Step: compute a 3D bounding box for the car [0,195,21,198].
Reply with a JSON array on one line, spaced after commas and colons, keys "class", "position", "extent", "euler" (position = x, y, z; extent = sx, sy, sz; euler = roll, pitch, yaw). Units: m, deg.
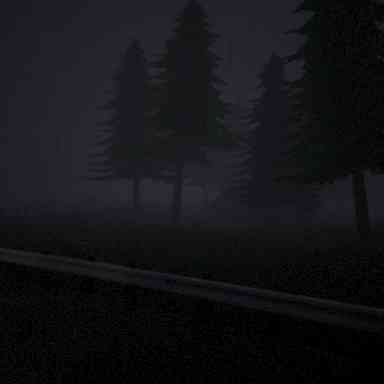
[{"class": "car", "position": [-33.914, 1.310, 59.949], "extent": [1.882, 1.535, 5.008], "euler": [0, 0, 16]}]

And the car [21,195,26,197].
[{"class": "car", "position": [-38.476, 1.321, 75.087], "extent": [2.128, 1.511, 4.902], "euler": [0, 0, 4]}]

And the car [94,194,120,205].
[{"class": "car", "position": [-13.526, 1.399, 54.592], "extent": [1.812, 1.442, 4.674], "euler": [0, 0, 16]}]

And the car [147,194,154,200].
[{"class": "car", "position": [-10.664, 1.295, 85.435], "extent": [1.882, 1.535, 5.008], "euler": [0, 0, -7]}]

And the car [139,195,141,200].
[{"class": "car", "position": [-14.250, 1.334, 86.129], "extent": [1.812, 1.442, 4.674], "euler": [0, 0, -7]}]

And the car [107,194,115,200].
[{"class": "car", "position": [-21.537, 1.294, 88.627], "extent": [1.837, 1.490, 4.892], "euler": [0, 0, -11]}]

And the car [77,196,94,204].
[{"class": "car", "position": [-17.025, 1.357, 55.090], "extent": [2.128, 1.511, 4.902], "euler": [0, 0, 16]}]

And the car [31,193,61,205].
[{"class": "car", "position": [-24.084, 1.332, 55.960], "extent": [1.882, 1.535, 5.008], "euler": [0, 0, 16]}]

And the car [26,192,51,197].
[{"class": "car", "position": [-31.861, 1.040, 70.488], "extent": [2.150, 2.045, 5.566], "euler": [0, 0, 8]}]
